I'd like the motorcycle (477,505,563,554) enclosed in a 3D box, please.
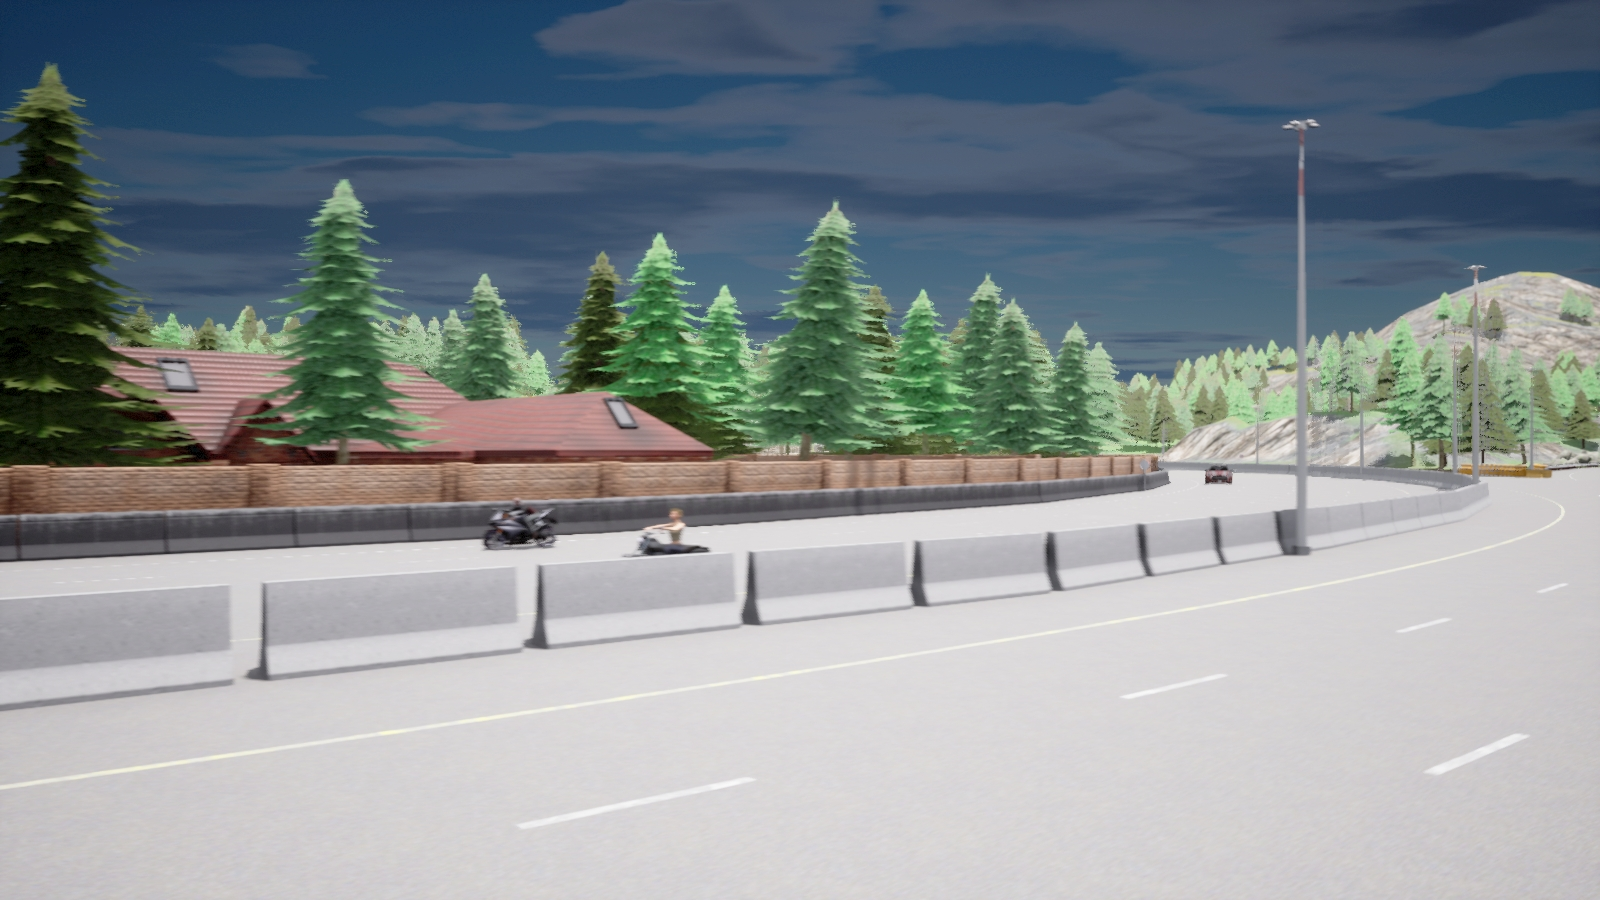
[{"bbox_3d":[-8.003,2.251,32.687,2.209,1.251,0.867,0,-1,-40],"label":"motorcycle"}]

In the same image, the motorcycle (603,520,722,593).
[{"bbox_3d":[-2.828,2.177,23.643,2.356,1.325,0.764,0,-1,-37],"label":"motorcycle"}]
